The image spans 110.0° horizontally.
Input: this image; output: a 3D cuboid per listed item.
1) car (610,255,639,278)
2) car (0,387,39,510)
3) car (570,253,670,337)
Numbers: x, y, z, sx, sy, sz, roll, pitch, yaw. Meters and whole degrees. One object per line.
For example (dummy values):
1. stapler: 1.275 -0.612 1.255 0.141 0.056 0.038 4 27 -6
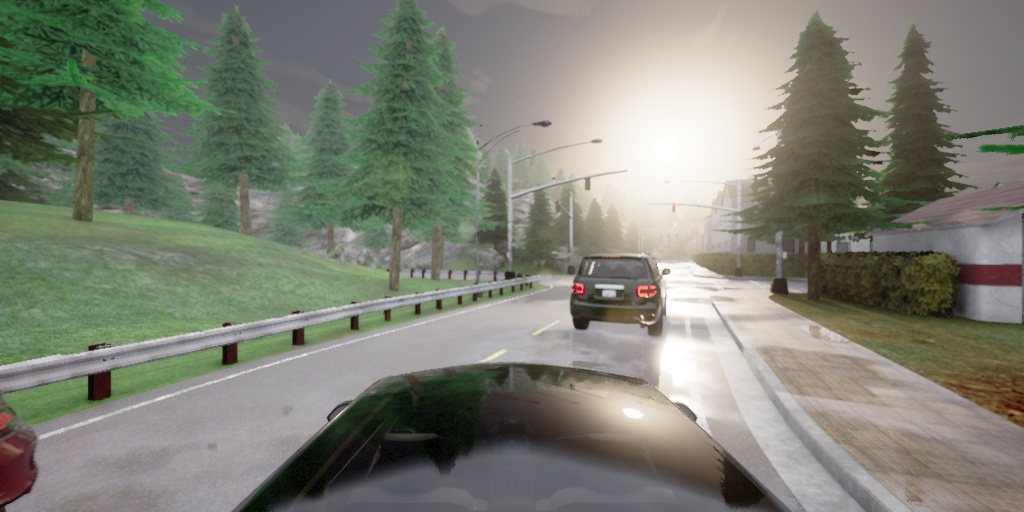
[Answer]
1. car: 11.607 0.935 36.659 2.150 2.045 5.566 0 2 25
2. car: -4.625 1.331 0.618 1.812 1.442 4.674 0 1 16
3. car: 3.332 0.934 10.583 2.150 2.045 5.566 0 0 25
